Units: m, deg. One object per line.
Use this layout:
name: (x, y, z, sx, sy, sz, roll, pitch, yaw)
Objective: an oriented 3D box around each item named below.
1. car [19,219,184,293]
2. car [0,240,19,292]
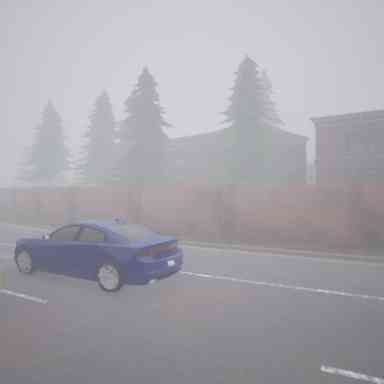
car: (-2.596, 1.455, 8.801, 5.008, 1.535, 1.882, 0, 0, 30)
car: (-5.935, 1.456, 6.734, 5.008, 1.535, 1.882, 0, 0, 31)
